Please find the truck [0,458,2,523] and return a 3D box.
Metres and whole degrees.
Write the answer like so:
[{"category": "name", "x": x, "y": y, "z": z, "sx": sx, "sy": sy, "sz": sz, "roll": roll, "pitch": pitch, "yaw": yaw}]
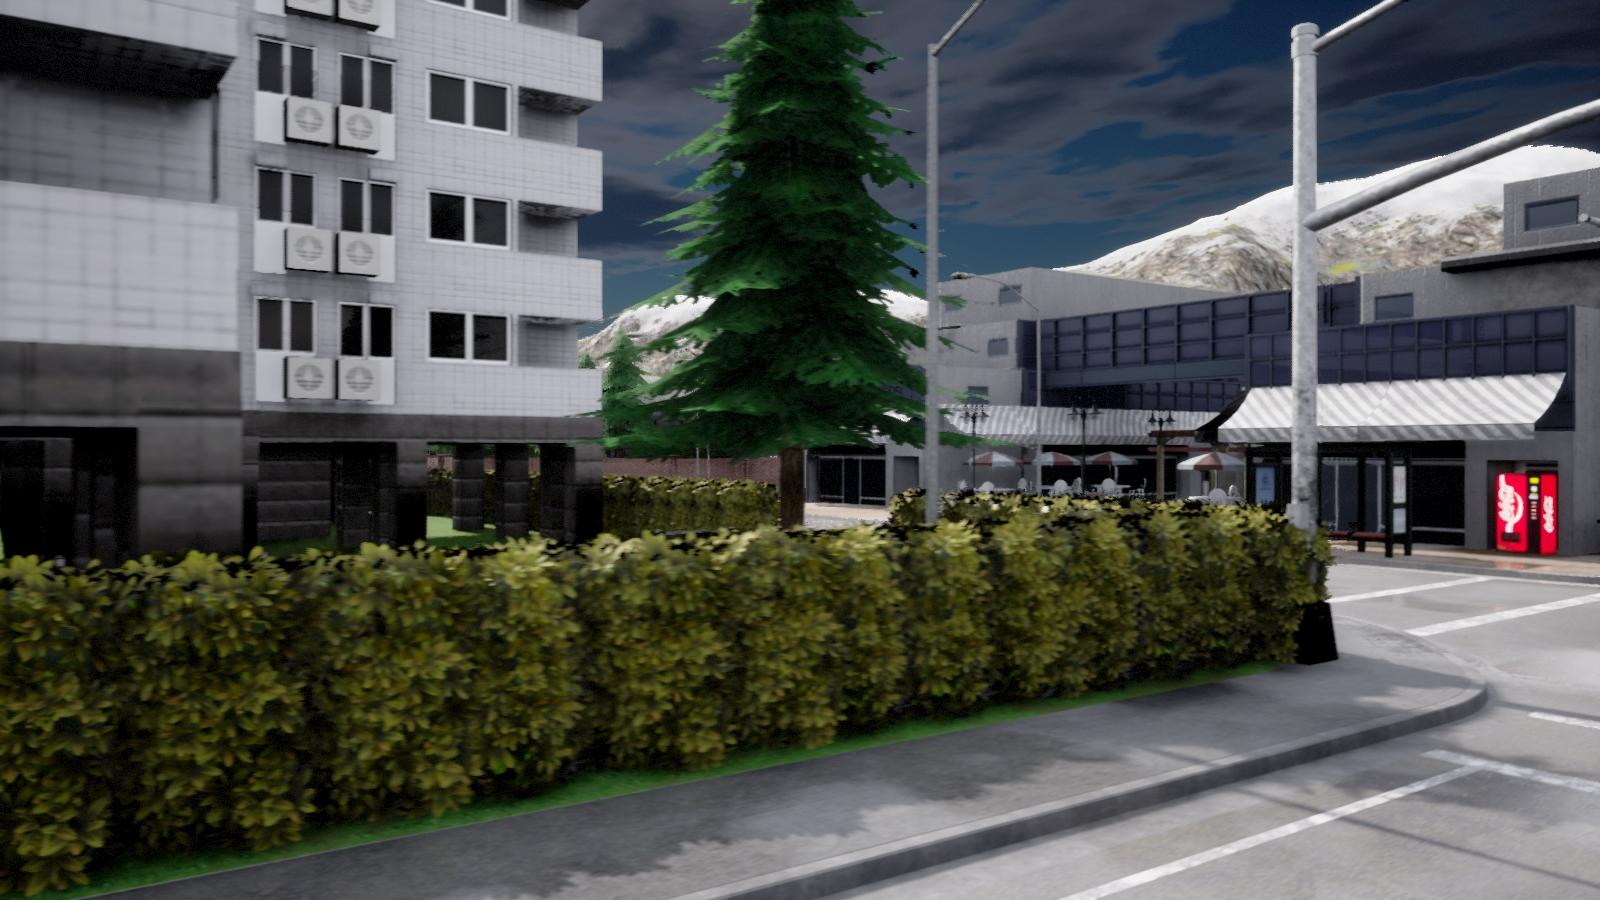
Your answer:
[{"category": "truck", "x": -32.960, "y": 1.547, "z": 42.161, "sx": 2.627, "sy": 2.467, "sz": 5.204, "roll": 0, "pitch": 0, "yaw": 36}]
